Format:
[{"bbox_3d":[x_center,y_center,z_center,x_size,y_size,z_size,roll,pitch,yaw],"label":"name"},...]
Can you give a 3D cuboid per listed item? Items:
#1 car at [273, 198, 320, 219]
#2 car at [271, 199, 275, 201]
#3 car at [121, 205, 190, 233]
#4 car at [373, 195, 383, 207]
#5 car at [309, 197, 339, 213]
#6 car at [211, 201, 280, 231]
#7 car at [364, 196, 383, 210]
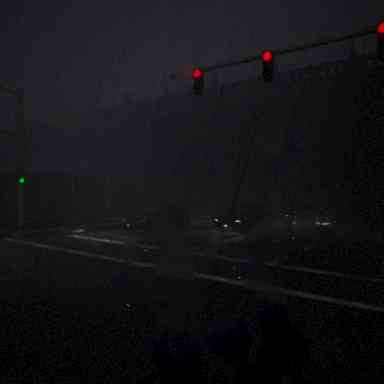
[{"bbox_3d":[9.260,1.536,29.197,2.033,1.411,5.357,0,0,35],"label":"car"},{"bbox_3d":[9.091,1.459,34.998,2.128,1.511,4.902,0,0,35],"label":"car"},{"bbox_3d":[-1.975,1.483,19.459,1.812,1.442,4.674,0,0,37],"label":"car"},{"bbox_3d":[29.296,1.382,51.031,2.097,1.767,4.553,0,0,35],"label":"car"},{"bbox_3d":[15.290,1.486,37.660,2.128,1.511,4.902,0,0,36],"label":"car"},{"bbox_3d":[3.427,1.531,20.986,2.033,1.411,5.357,0,0,35],"label":"car"},{"bbox_3d":[23.536,1.589,42.921,1.994,1.385,4.181,0,0,36],"label":"car"}]
